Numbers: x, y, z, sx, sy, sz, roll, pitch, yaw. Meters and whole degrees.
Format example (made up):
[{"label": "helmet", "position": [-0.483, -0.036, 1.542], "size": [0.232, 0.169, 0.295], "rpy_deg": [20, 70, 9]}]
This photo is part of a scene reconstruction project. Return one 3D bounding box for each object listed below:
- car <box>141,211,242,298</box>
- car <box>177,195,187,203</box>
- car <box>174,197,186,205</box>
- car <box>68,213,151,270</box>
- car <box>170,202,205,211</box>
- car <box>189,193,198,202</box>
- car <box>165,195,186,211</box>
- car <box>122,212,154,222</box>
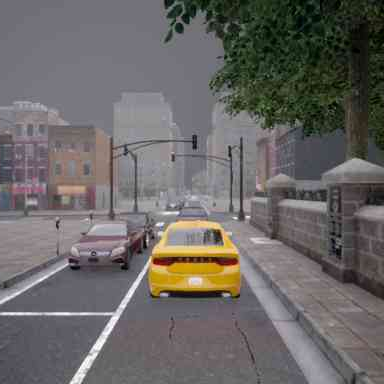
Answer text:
[{"label": "car", "position": [0.076, 1.477, 8.561], "size": [1.882, 1.535, 5.008], "rpy_deg": [0, 0, 0]}, {"label": "car", "position": [-2.132, 1.480, 71.825], "size": [1.837, 1.490, 4.892], "rpy_deg": [0, 0, 0]}, {"label": "car", "position": [-2.201, 1.586, 61.624], "size": [1.895, 1.301, 4.718], "rpy_deg": [0, 0, 0]}, {"label": "car", "position": [-2.625, 1.581, 10.966], "size": [1.802, 1.307, 4.206], "rpy_deg": [0, 0, 0]}, {"label": "car", "position": [0.026, 1.546, 19.050], "size": [2.033, 1.411, 5.357], "rpy_deg": [0, 0, 0]}, {"label": "car", "position": [0.368, 1.508, 66.839], "size": [1.812, 1.442, 4.674], "rpy_deg": [0, 0, 0]}, {"label": "car", "position": [-2.239, 1.482, 41.628], "size": [2.128, 1.511, 4.902], "rpy_deg": [0, 0, 0]}, {"label": "car", "position": [-2.621, 1.565, 14.629], "size": [1.947, 1.339, 4.313], "rpy_deg": [0, 0, 0]}]
